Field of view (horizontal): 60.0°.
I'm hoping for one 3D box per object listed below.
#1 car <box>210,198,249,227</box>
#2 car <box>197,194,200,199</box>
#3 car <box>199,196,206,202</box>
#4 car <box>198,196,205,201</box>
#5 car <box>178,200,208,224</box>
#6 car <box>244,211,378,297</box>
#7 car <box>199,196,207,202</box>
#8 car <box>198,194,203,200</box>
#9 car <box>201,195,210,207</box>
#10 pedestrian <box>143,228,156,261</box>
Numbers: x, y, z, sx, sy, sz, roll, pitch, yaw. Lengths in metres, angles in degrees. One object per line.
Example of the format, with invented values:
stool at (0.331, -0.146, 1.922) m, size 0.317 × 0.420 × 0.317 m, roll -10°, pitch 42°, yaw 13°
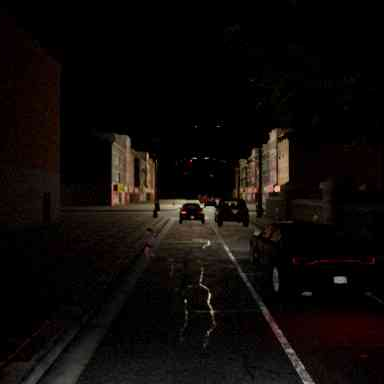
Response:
car at (2.653, 1.334, 22.810) m, size 2.192 × 1.841 × 5.009 m, roll 1°, pitch 0°, yaw 0°
car at (2.658, 1.463, 70.990) m, size 2.192 × 1.841 × 5.009 m, roll 1°, pitch 0°, yaw 0°
car at (2.658, 1.799, 87.301) m, size 1.802 × 1.307 × 4.206 m, roll 0°, pitch 0°, yaw 0°
car at (2.659, 1.793, 92.739) m, size 2.008 × 1.369 × 4.403 m, roll 0°, pitch 0°, yaw 0°
car at (-0.048, 1.548, 24.961) m, size 1.812 × 1.442 × 4.674 m, roll 0°, pitch 0°, yaw -2°
car at (2.752, 1.482, 8.644) m, size 1.882 × 1.535 × 5.008 m, roll 0°, pitch 0°, yaw 0°
car at (2.657, 1.774, 81.863) m, size 1.802 × 1.307 × 4.206 m, roll 0°, pitch 0°, yaw 0°
car at (2.655, 1.672, 65.552) m, size 1.887 × 1.381 × 4.507 m, roll 1°, pitch 0°, yaw 0°
car at (2.653, 1.620, 49.240) m, size 1.887 × 1.381 × 4.507 m, roll 1°, pitch 0°, yaw 0°
pedestrian at (-1.355, 1.677, 10.931) m, size 0.500 × 1.100 × 0.500 m, roll 1°, pitch -1°, yaw -10°
